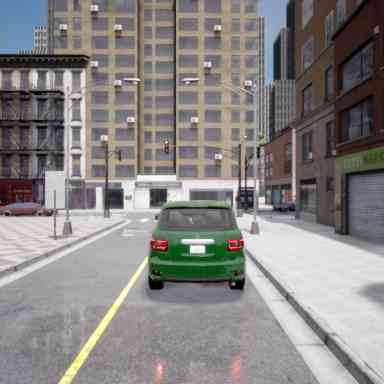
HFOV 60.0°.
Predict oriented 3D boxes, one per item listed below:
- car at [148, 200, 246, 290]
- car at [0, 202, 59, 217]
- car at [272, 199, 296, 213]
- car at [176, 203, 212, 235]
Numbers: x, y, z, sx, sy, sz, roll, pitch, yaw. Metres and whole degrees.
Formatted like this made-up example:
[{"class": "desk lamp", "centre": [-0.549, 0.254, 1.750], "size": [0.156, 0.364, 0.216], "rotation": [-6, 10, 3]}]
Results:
[{"class": "car", "centre": [0.100, 1.220, 9.224], "size": [2.150, 2.045, 5.566], "rotation": [0, 0, 0]}, {"class": "car", "centre": [-15.214, 1.647, 30.716], "size": [5.357, 1.411, 2.033], "rotation": [0, 0, 3]}, {"class": "car", "centre": [11.033, 1.429, 34.220], "size": [5.357, 1.411, 2.033], "rotation": [-1, 0, -1]}, {"class": "car", "centre": [0.071, 1.498, 19.721], "size": [1.837, 1.490, 4.892], "rotation": [0, 0, -1]}]
